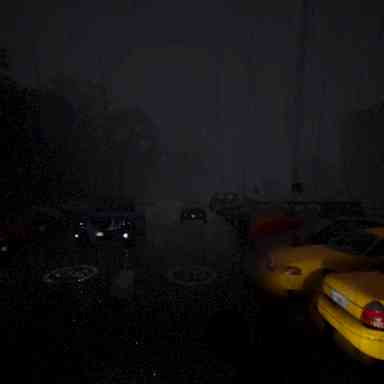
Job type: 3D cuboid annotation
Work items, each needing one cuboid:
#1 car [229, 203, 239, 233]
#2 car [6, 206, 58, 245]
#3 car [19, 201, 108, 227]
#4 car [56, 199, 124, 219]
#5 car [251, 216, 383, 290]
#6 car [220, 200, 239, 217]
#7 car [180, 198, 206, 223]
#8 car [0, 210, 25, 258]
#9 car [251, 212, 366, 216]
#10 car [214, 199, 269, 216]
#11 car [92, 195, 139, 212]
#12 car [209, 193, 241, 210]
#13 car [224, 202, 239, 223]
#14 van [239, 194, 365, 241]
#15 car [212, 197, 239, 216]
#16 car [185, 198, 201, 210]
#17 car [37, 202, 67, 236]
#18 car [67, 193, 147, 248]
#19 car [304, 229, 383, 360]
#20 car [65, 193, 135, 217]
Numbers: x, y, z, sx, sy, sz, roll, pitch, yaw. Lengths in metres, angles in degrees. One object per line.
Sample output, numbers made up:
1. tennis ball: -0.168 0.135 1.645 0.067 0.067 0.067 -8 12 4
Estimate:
1. car: 4.436 1.451 15.894 4.792 1.488 2.163 0 0 0
2. car: -8.190 1.462 12.987 4.792 1.488 2.163 0 0 0
3. car: -8.161 1.402 21.458 4.892 1.521 2.231 0 0 0
4. car: -8.178 1.379 27.105 4.892 1.521 2.231 0 0 0
5. car: 4.225 1.449 7.417 5.366 1.575 1.946 0 0 0
6. car: 4.406 1.441 21.545 4.674 1.452 2.002 0 0 0
7. car: 0.088 1.434 24.495 1.812 1.442 4.674 0 0 0
8. car: -8.163 1.443 10.039 5.008 1.535 2.097 0 0 0
9. car: 4.412 1.482 10.242 4.674 1.452 2.002 0 0 0
10. car: 4.402 1.404 30.024 4.674 1.452 2.002 0 0 0
11. car: -8.114 1.202 35.584 4.553 1.767 2.185 0 0 0
12. car: 4.426 1.098 32.847 5.566 2.045 2.435 0 0 0
13. car: 4.402 1.451 18.719 4.674 1.452 2.002 0 0 0
14. van: 4.291 1.206 13.067 4.442 1.987 1.878 0 0 0
15. car: 4.406 1.377 27.196 5.008 1.535 2.097 0 0 0
16. car: 0.079 1.418 41.682 1.895 1.301 4.718 0 0 0
17. car: -8.158 1.412 18.634 5.008 1.535 2.097 0 0 0
18. car: -3.358 1.167 14.838 2.150 2.045 5.566 0 0 0
19. car: 4.598 1.460 4.591 5.366 1.575 1.946 0 0 0
20. car: -8.145 1.114 29.804 5.566 2.045 2.435 0 0 0
